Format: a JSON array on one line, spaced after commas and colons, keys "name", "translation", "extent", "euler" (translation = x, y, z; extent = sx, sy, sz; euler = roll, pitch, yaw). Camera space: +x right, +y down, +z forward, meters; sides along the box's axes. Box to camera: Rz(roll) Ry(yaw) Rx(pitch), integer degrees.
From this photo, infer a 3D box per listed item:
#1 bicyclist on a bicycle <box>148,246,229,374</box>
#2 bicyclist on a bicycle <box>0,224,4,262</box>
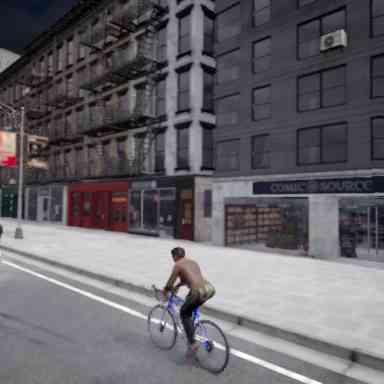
[{"name": "bicyclist on a bicycle", "translation": [-0.114, 1.631, 4.826], "extent": [1.656, 1.620, 0.582], "euler": [-1, -3, 44]}, {"name": "bicyclist on a bicycle", "translation": [-6.649, 1.663, 11.039], "extent": [1.843, 1.776, 0.659], "euler": [-1, -2, 44]}]
